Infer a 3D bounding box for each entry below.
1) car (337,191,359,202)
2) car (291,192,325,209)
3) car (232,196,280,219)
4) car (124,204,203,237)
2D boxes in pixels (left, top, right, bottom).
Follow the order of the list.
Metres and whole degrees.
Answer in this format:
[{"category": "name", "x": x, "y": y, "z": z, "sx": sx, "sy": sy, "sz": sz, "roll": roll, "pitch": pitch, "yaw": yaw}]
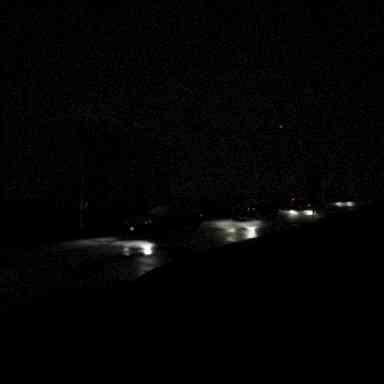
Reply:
[{"category": "car", "x": 21.039, "y": 0.572, "z": 44.871, "sx": 1.994, "sy": 1.385, "sz": 4.181, "roll": -1, "pitch": 1, "yaw": 39}, {"category": "car", "x": 11.536, "y": 0.723, "z": 33.080, "sx": 2.097, "sy": 1.767, "sz": 4.553, "roll": -1, "pitch": 1, "yaw": 39}, {"category": "car", "x": 4.805, "y": 1.090, "z": 24.645, "sx": 1.882, "sy": 1.535, "sz": 5.008, "roll": -1, "pitch": 0, "yaw": 38}, {"category": "car", "x": -1.295, "y": 1.343, "z": 16.988, "sx": 1.812, "sy": 1.442, "sz": 4.674, "roll": -1, "pitch": 0, "yaw": 39}]
